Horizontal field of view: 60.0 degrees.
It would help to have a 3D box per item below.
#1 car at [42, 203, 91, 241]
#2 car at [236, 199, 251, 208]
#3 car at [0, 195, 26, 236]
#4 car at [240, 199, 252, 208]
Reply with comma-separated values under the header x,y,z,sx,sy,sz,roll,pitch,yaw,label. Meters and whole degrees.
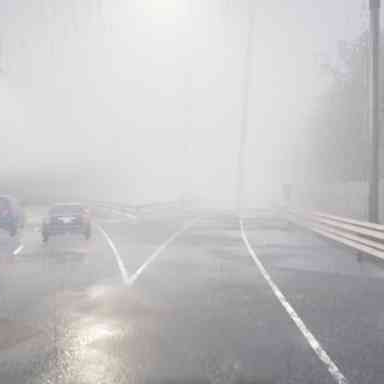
x,y,z,sx,sy,sz,roll,pitch,yaw,label
-6.291,1.311,16.855,2.097,1.767,4.553,0,0,-20,car
9.382,2.175,62.016,2.128,1.511,4.902,0,-3,13,car
-10.305,1.167,17.746,2.150,2.045,5.566,0,0,-21,car
11.708,2.585,72.152,2.097,1.767,4.553,0,-4,14,car
